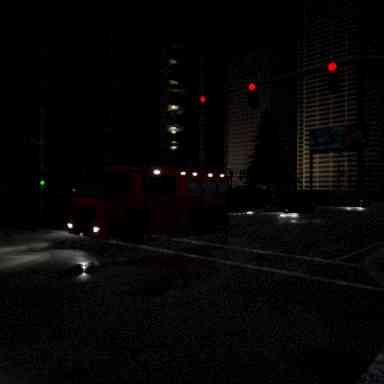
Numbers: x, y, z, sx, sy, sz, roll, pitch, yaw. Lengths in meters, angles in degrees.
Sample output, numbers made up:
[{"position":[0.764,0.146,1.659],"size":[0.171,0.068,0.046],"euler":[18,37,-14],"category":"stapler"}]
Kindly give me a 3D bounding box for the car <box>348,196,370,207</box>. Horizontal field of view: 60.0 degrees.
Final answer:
[{"position":[25.406,1.352,50.572],"size":[2.097,1.767,4.553],"euler":[0,0,44],"category":"car"}]

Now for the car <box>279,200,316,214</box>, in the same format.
[{"position":[11.564,1.524,36.135],"size":[2.033,1.411,5.357],"euler":[0,0,44],"category":"car"}]

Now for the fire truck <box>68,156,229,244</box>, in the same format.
[{"position":[-1.702,0.327,16.937],"size":[2.891,3.827,8.468],"euler":[0,0,44],"category":"fire truck"}]
